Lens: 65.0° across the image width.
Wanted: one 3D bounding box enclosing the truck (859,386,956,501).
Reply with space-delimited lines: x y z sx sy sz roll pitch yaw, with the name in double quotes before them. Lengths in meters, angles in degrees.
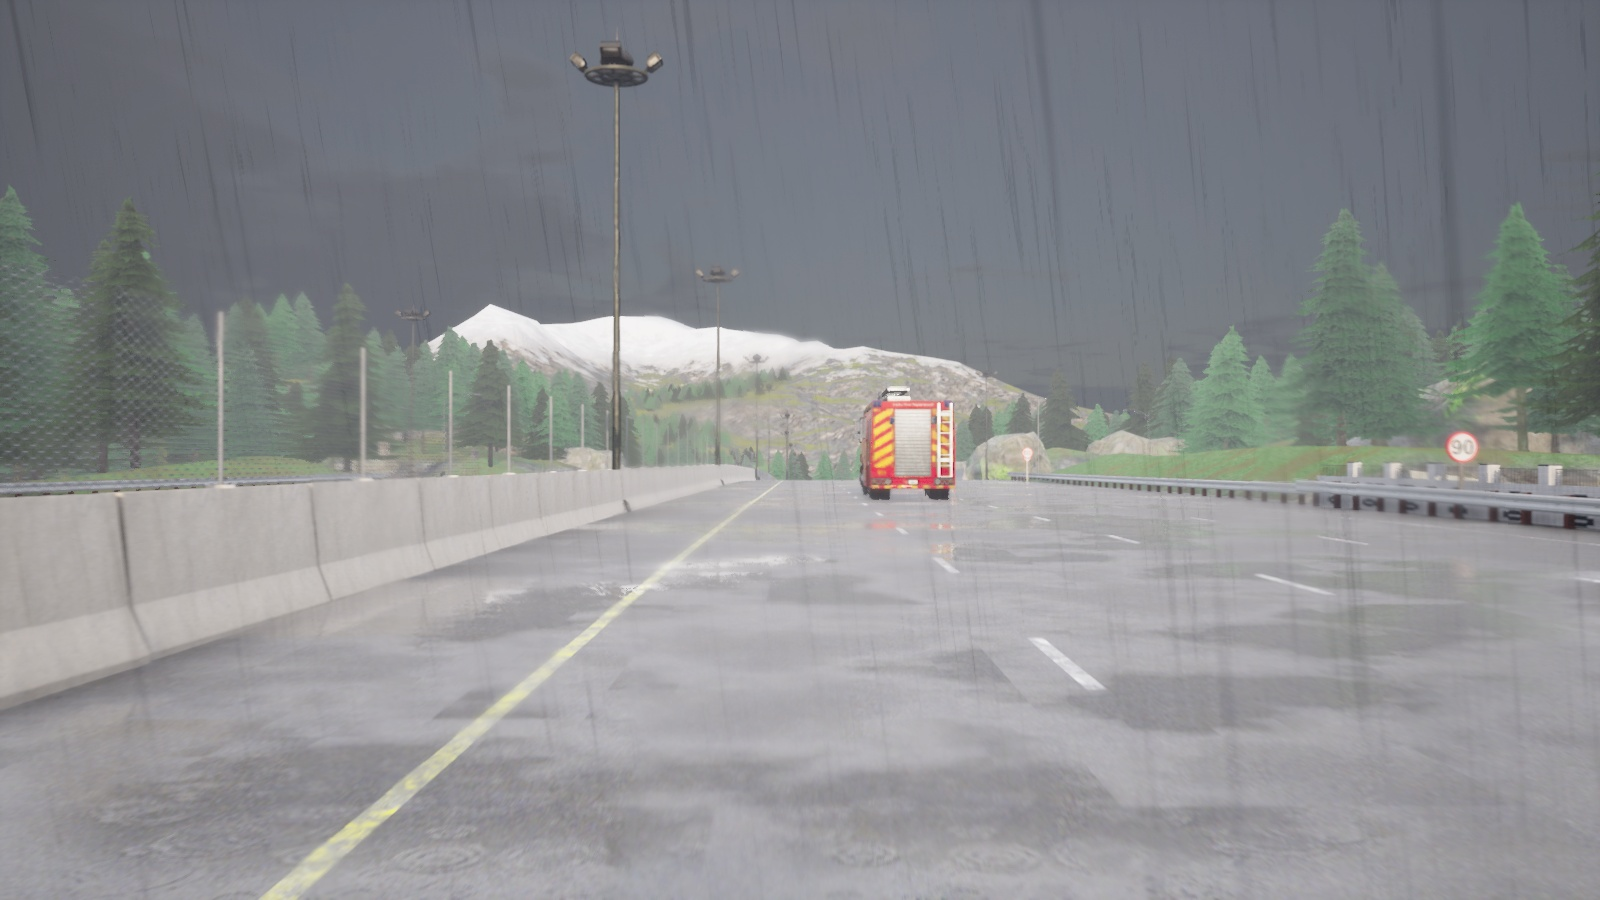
"truck" 3.780 -0.181 46.246 2.891 3.827 8.468 0 -1 0
